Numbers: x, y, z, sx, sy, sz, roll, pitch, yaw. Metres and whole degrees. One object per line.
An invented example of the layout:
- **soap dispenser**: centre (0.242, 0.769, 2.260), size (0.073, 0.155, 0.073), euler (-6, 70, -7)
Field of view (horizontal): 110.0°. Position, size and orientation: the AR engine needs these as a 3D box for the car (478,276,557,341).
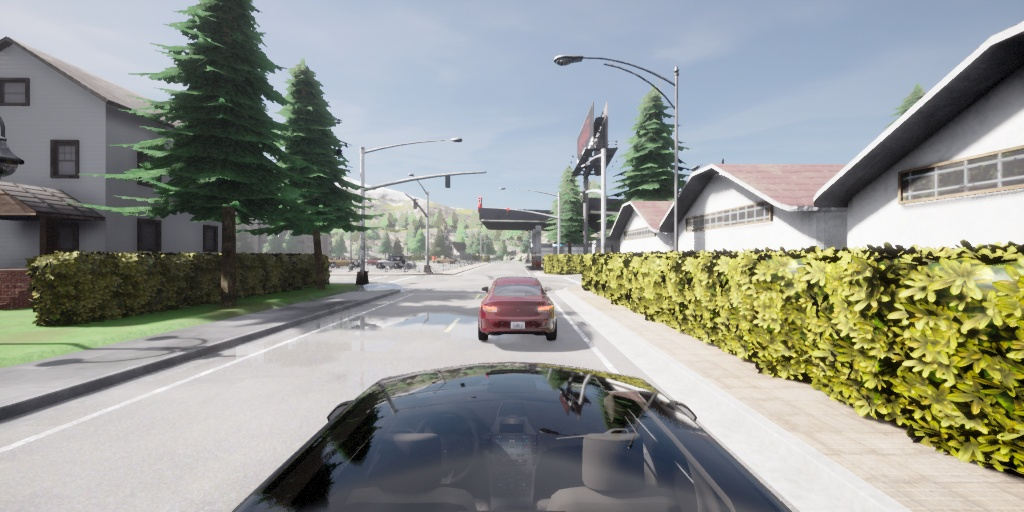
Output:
- **car**: centre (0.129, 1.276, 9.766), size (1.812, 1.442, 4.674), euler (0, 0, 0)
